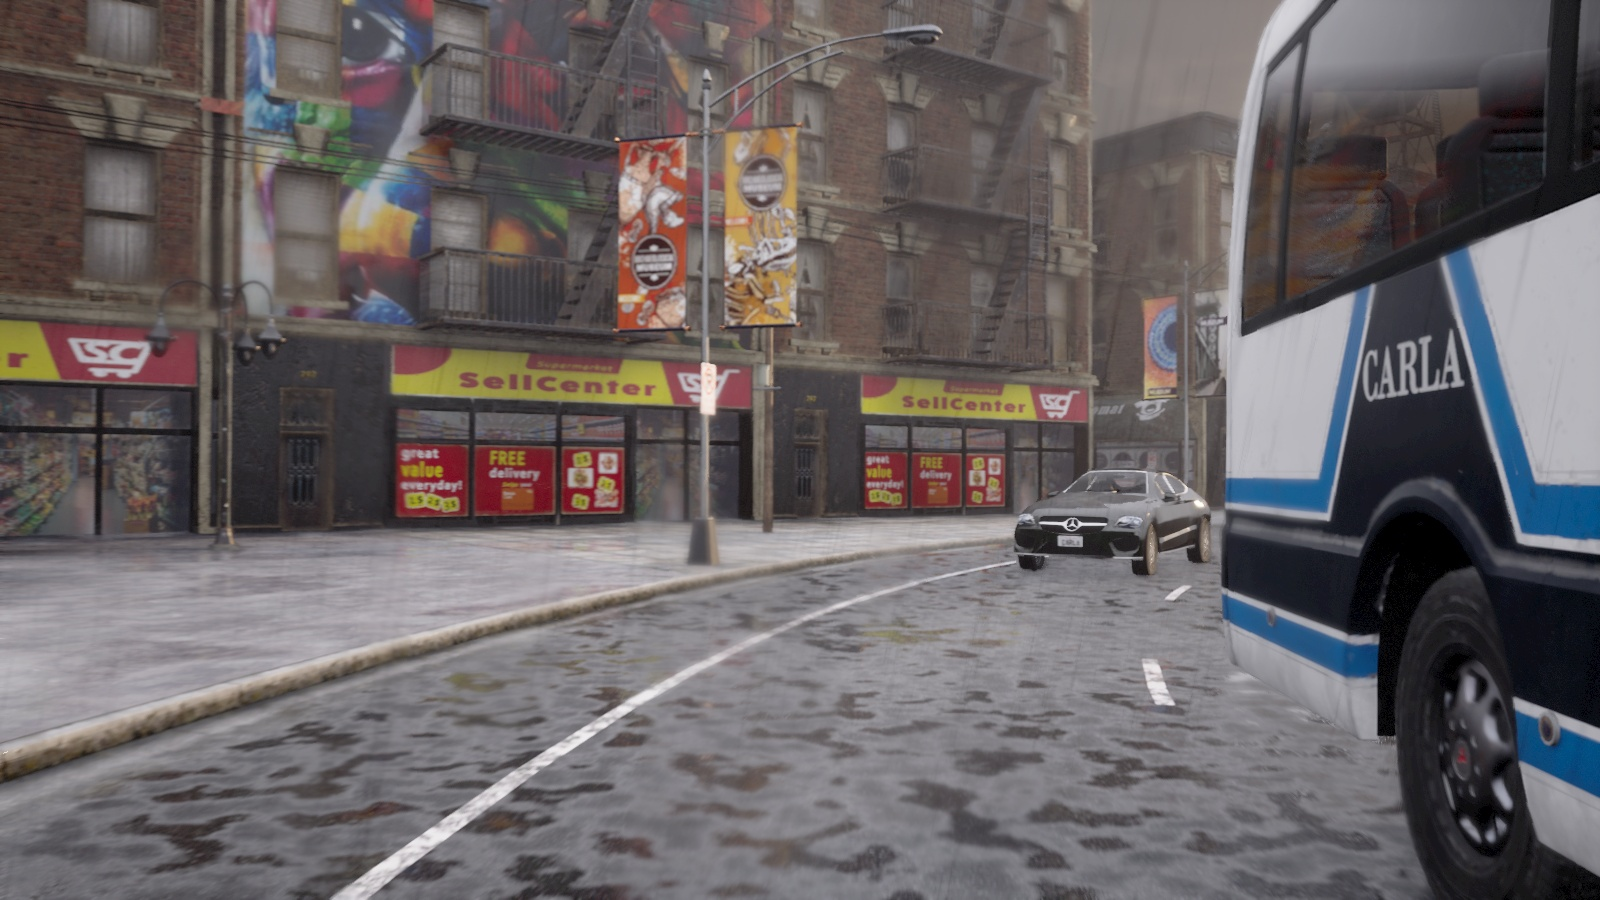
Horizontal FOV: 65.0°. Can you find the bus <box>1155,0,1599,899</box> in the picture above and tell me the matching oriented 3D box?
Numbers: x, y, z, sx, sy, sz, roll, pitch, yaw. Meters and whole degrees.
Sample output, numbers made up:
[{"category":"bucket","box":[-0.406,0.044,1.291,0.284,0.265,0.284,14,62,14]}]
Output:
[{"category":"bus","box":[3.440,-0.549,1.436,3.944,4.253,10.273,0,-1,5]}]

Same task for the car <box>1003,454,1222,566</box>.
[{"category":"car","box":[5.406,0.931,21.168,2.152,1.651,5.027,-1,-1,31]}]
